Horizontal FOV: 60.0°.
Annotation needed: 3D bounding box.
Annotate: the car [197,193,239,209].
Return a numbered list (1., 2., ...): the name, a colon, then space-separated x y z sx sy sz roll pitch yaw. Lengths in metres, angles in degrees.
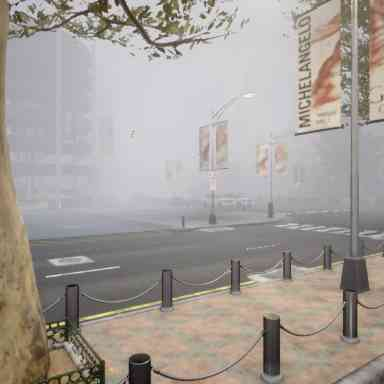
1. car: 3.569 1.221 46.552 2.150 2.045 5.566 0 0 -35

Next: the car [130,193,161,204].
1. car: -9.088 1.221 62.283 5.566 2.045 2.150 0 0 40

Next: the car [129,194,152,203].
1. car: -11.237 1.355 72.586 4.553 1.767 2.097 0 0 26

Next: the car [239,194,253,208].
1. car: 6.425 1.221 48.576 2.150 2.045 5.566 0 0 -35

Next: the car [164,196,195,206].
1. car: -2.147 1.505 54.463 1.837 1.490 4.892 0 0 -37

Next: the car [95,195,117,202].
1. car: -20.478 1.450 76.304 4.892 1.490 1.837 0 0 12

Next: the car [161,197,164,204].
1. car: -5.765 1.601 63.974 4.718 1.301 1.895 0 0 43

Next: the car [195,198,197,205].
1. car: 0.715 1.601 56.502 1.895 1.301 4.718 0 0 -37

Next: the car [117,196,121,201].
1. car: -19.513 1.418 79.668 5.008 1.535 1.882 0 0 12

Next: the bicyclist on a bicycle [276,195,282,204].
1. bicyclist on a bicycle: 15.736 1.301 60.476 1.656 1.620 0.582 0 0 -36
